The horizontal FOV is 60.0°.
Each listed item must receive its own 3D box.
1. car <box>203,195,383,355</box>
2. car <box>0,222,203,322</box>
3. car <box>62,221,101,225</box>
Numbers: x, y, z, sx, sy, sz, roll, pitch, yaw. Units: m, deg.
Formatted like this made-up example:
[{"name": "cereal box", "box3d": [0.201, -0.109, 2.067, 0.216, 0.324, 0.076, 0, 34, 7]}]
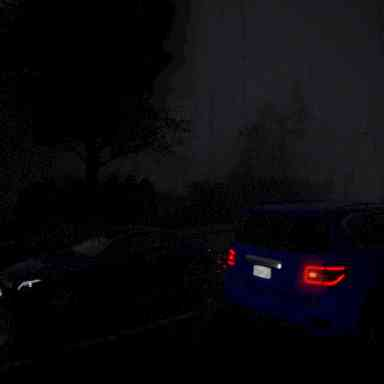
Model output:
[{"name": "car", "box3d": [3.067, 1.188, 6.325, 5.566, 2.045, 2.150, -1, 0, -39]}, {"name": "car", "box3d": [-1.579, 1.520, 7.394, 4.674, 1.442, 1.812, -1, 0, -38]}, {"name": "car", "box3d": [-3.642, 1.602, 10.181, 4.718, 1.301, 1.895, -1, 0, -38]}]
